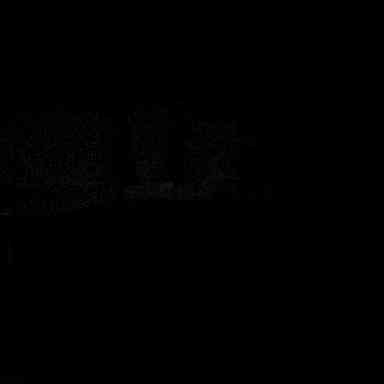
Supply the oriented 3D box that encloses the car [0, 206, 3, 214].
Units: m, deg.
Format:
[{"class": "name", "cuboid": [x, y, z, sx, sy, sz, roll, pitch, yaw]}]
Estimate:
[{"class": "car", "cuboid": [-21.742, 1.693, 35.362, 1.812, 1.442, 4.674, 4, -1, -11]}]
